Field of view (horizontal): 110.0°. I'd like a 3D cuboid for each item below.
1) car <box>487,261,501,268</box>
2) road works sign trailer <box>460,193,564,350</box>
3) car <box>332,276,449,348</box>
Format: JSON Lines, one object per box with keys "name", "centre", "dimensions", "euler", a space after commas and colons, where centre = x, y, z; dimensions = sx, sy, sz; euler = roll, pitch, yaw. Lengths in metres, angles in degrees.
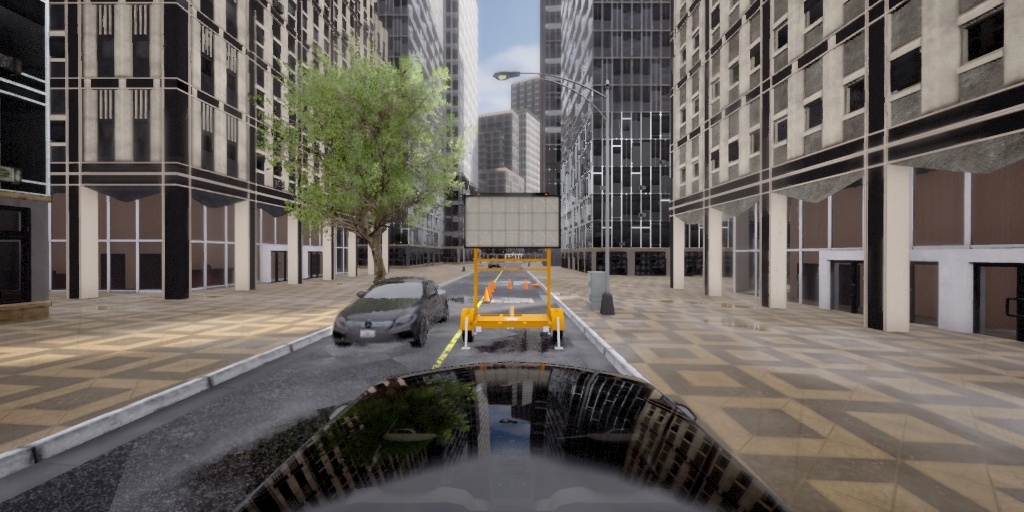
{"name": "car", "centre": [-2.687, 1.307, 54.481], "dimensions": [1.837, 1.490, 4.892], "euler": [0, 0, 0]}
{"name": "road works sign trailer", "centre": [0.010, 0.214, 9.080], "dimensions": [2.380, 3.560, 2.880], "euler": [0, 0, 0]}
{"name": "car", "centre": [-2.840, 1.275, 9.388], "dimensions": [1.812, 1.442, 4.674], "euler": [0, 0, 0]}
